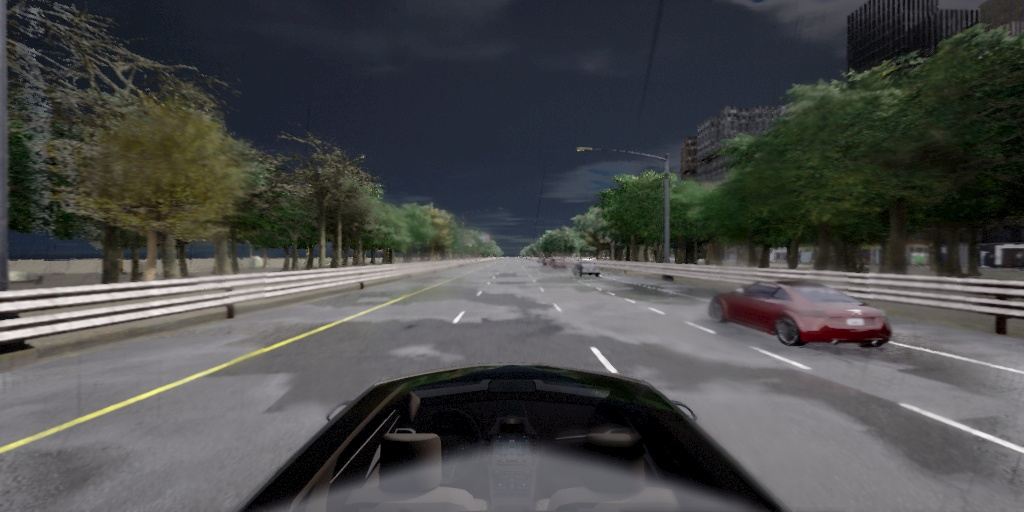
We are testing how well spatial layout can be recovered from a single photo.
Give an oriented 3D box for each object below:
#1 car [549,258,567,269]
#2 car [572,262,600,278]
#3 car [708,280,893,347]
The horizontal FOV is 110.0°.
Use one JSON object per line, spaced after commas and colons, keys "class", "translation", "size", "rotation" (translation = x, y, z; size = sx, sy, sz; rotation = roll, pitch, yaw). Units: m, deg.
{"class": "car", "translation": [7.140, 1.287, 54.641], "size": [1.812, 1.442, 4.674], "rotation": [0, 0, 0]}
{"class": "car", "translation": [7.079, 1.305, 34.640], "size": [2.033, 1.411, 5.357], "rotation": [0, 0, 0]}
{"class": "car", "translation": [7.010, 1.319, 9.323], "size": [1.994, 1.385, 4.181], "rotation": [0, 0, 0]}
